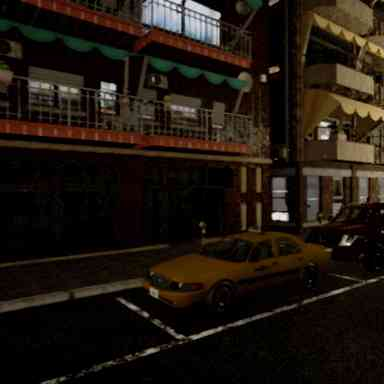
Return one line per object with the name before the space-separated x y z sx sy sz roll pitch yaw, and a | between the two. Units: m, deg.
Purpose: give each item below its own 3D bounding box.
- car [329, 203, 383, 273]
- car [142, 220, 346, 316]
car | 5.879 1.300 10.831 5.009 1.841 2.192 0 0 -36
car | 1.261 1.519 7.497 4.829 1.417 1.752 0 0 -36
